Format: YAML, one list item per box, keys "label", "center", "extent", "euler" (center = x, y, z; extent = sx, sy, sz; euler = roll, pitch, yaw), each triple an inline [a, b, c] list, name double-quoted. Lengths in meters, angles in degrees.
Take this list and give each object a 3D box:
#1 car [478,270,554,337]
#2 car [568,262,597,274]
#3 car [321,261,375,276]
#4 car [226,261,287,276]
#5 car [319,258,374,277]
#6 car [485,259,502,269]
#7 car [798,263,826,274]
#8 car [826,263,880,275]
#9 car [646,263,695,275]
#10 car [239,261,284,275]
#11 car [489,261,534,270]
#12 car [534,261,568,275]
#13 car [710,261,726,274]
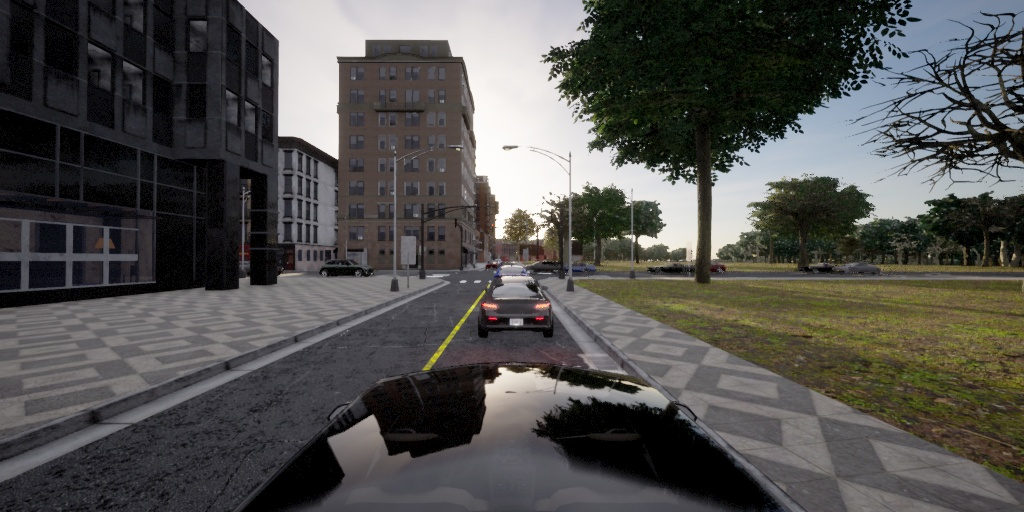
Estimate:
- label: "car"
  center: [0.076, 1.280, 10.143]
  extent: [1.812, 1.442, 4.674]
  euler: [0, 0, -1]
- label: "car"
  center: [7.516, 1.398, 43.556]
  extent: [5.357, 1.411, 2.033]
  euler: [0, -1, 5]
- label: "car"
  center: [-16.626, 1.284, 36.540]
  extent: [4.674, 1.442, 1.812]
  euler: [0, -1, -2]
- label: "car"
  center: [-25.881, 1.267, 36.489]
  extent: [4.892, 1.490, 1.837]
  euler: [0, -1, 0]
- label: "car"
  center: [-15.245, 1.074, 33.293]
  extent: [4.553, 1.767, 2.097]
  euler: [0, -1, 0]
- label: "car"
  center: [-3.082, 1.429, 56.216]
  extent: [1.895, 1.301, 4.718]
  euler: [0, 0, 1]
- label: "car"
  center: [37.632, 1.485, 43.479]
  extent: [4.718, 1.301, 1.895]
  euler: [0, -1, 0]
- label: "car"
  center: [38.531, 1.414, 40.228]
  extent: [4.181, 1.385, 1.994]
  euler: [0, -1, 0]
- label: "car"
  center: [17.597, 1.422, 40.151]
  extent: [4.718, 1.301, 1.895]
  euler: [0, -1, 0]
- label: "car"
  center: [-24.382, 1.217, 33.247]
  extent: [4.902, 1.511, 2.128]
  euler: [0, -1, 0]
- label: "car"
  center: [-0.014, 1.241, 19.532]
  extent: [1.882, 1.535, 5.008]
  euler: [0, 0, 0]
- label: "car"
  center: [3.363, 1.301, 40.075]
  extent: [4.892, 1.490, 1.837]
  euler: [1, 0, 0]
- label: "car"
  center: [23.130, 1.341, 43.428]
  extent: [5.008, 1.535, 1.882]
  euler: [0, -1, 0]
